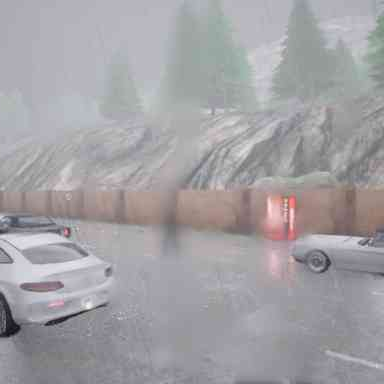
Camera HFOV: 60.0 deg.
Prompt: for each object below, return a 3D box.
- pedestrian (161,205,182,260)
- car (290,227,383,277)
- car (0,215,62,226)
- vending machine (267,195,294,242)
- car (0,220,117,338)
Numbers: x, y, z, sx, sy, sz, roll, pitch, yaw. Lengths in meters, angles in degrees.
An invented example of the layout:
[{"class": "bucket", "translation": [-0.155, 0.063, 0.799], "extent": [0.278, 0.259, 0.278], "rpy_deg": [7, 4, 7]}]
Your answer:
[{"class": "pedestrian", "translation": [-0.663, 1.294, 10.763], "extent": [0.375, 1.860, 0.375], "rpy_deg": [0, 0, 38]}, {"class": "car", "translation": [5.167, 1.601, 8.929], "extent": [4.718, 1.301, 1.895], "rpy_deg": [0, 0, 36]}, {"class": "car", "translation": [-7.131, 1.601, 13.876], "extent": [4.718, 1.301, 1.895], "rpy_deg": [0, 0, 38]}, {"class": "vending machine", "translation": [4.195, 1.195, 15.698], "extent": [0.880, 2.100, 1.100], "rpy_deg": [0, 0, 37]}, {"class": "car", "translation": [-3.440, 1.526, 6.600], "extent": [4.674, 1.442, 1.812], "rpy_deg": [0, 0, 37]}]
